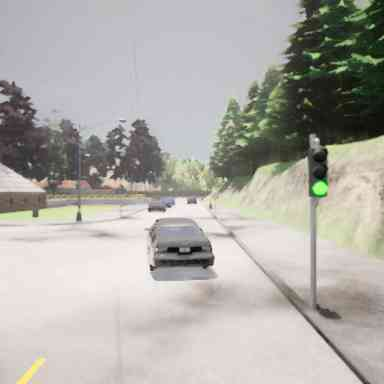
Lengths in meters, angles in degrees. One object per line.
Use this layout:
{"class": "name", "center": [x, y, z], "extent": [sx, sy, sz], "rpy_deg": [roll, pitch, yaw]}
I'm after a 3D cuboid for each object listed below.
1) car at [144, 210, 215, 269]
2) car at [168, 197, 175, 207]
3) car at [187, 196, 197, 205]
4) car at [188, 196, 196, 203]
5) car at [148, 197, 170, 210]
{"class": "car", "center": [-0.595, 1.578, 11.279], "extent": [2.033, 1.411, 5.357], "rpy_deg": [0, 0, -9]}
{"class": "car", "center": [-4.067, 1.609, 49.820], "extent": [1.882, 1.535, 5.008], "rpy_deg": [0, 0, 1]}
{"class": "car", "center": [-0.002, 1.662, 64.454], "extent": [2.128, 1.511, 4.902], "rpy_deg": [0, 0, 0]}
{"class": "car", "center": [-0.002, 1.605, 74.814], "extent": [1.812, 1.442, 4.674], "rpy_deg": [0, 0, 0]}
{"class": "car", "center": [-4.097, 1.669, 39.816], "extent": [1.994, 1.385, 4.181], "rpy_deg": [0, 0, 0]}
